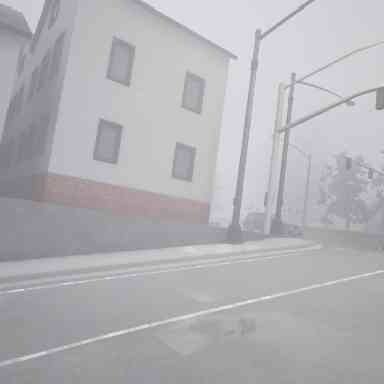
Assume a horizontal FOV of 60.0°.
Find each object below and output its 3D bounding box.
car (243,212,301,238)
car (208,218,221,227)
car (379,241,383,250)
[{"bbox_3d":[7.000,2.955,29.618,2.150,2.045,5.566,12,-7,-35],"label":"car"},{"bbox_3d":[0.998,3.300,37.928,2.033,1.411,5.357,12,-7,-35],"label":"car"},{"bbox_3d":[16.047,3.860,23.495,4.892,1.490,1.837,3,-4,39],"label":"car"}]
